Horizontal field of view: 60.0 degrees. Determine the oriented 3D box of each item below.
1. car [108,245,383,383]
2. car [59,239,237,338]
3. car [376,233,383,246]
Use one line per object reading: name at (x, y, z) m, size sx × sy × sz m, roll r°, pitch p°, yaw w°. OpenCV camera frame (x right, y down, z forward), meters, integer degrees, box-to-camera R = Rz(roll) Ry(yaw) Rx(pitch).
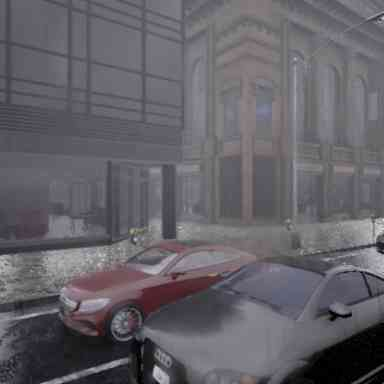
car at (1.329, 1.595, 4.326) m, size 4.181 × 1.385 × 1.994 m, roll 1°, pitch 0°, yaw -35°
car at (-0.284, 1.611, 6.338) m, size 4.206 × 1.307 × 1.802 m, roll 1°, pitch -1°, yaw -35°
car at (8.876, 1.694, 12.868) m, size 4.313 × 1.339 × 1.947 m, roll 1°, pitch -1°, yaw -35°
